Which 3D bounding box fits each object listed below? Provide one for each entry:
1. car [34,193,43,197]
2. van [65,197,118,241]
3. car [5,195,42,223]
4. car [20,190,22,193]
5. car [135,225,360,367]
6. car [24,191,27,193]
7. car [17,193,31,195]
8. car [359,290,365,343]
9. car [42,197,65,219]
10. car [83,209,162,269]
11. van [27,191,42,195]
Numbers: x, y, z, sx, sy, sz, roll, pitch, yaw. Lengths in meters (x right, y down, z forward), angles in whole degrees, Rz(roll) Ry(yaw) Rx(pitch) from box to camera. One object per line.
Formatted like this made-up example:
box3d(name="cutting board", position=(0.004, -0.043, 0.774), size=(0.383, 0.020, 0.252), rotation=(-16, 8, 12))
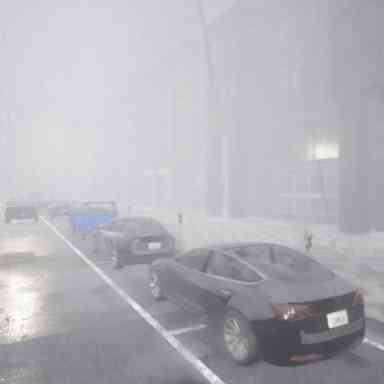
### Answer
box3d(name="car", position=(-15.454, 1.167, 35.420), size=(1.887, 1.381, 4.507), rotation=(0, 1, -29))
box3d(name="van", position=(-4.677, 1.170, 15.615), size=(1.690, 1.788, 3.998), rotation=(0, 1, -29))
box3d(name="car", position=(-11.825, 1.233, 23.137), size=(1.882, 1.535, 5.008), rotation=(0, 1, -28))
box3d(name="car", position=(-37.008, 0.678, 75.025), size=(1.967, 1.590, 4.097), rotation=(0, 1, -29))
box3d(name="car", position=(0.711, 1.499, 5.715), size=(1.947, 1.339, 4.313), rotation=(0, 1, -29))
box3d(name="car", position=(-26.231, 0.740, 55.221), size=(2.192, 1.841, 5.009), rotation=(0, 1, -29))
box3d(name="car", position=(-19.791, 1.168, 37.742), size=(1.994, 1.385, 4.181), rotation=(0, 1, -28))
box3d(name="car", position=(3.406, 1.300, 0.762), size=(2.192, 1.841, 5.009), rotation=(0, 1, -29))
box3d(name="car", position=(-10.066, 1.291, 25.519), size=(1.947, 1.339, 4.313), rotation=(0, 1, -29))
box3d(name="car", position=(-1.983, 1.447, 10.666), size=(1.947, 1.339, 4.313), rotation=(0, 1, -29))
box3d(name="van", position=(-23.537, 0.815, 50.271), size=(1.690, 1.788, 3.998), rotation=(0, 1, -29))
